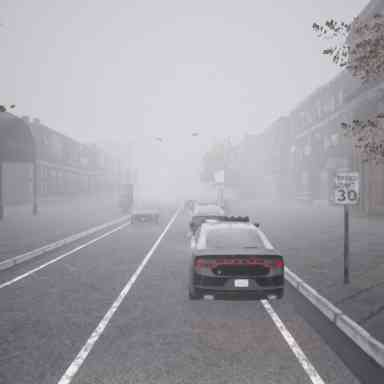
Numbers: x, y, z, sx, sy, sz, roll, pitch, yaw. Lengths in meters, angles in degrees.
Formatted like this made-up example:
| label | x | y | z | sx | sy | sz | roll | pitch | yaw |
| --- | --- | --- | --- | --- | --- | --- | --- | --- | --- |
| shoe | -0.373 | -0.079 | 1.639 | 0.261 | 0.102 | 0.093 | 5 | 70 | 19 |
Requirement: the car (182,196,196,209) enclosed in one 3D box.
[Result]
| label | x | y | z | sx | sy | sz | roll | pitch | yaw |
| --- | --- | --- | --- | --- | --- | --- | --- | --- | --- |
| car | -0.092 | 1.469 | 45.822 | 1.837 | 1.490 | 4.892 | 0 | 0 | 0 |

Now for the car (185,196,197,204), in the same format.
| label | x | y | z | sx | sy | sz | roll | pitch | yaw |
| --- | --- | --- | --- | --- | --- | --- | --- | --- | --- |
| car | -0.128 | 1.411 | 60.094 | 2.033 | 1.411 | 5.357 | 0 | 1 | 0 |

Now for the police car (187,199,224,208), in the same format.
| label | x | y | z | sx | sy | sz | roll | pitch | yaw |
| --- | --- | --- | --- | --- | --- | --- | --- | --- | --- |
| police car | 0.860 | 1.427 | 18.537 | 1.930 | 1.638 | 5.238 | 0 | 0 | 0 |

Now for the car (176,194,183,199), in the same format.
| label | x | y | z | sx | sy | sz | roll | pitch | yaw |
| --- | --- | --- | --- | --- | --- | --- | --- | --- | --- |
| car | -3.185 | 1.183 | 86.910 | 1.895 | 1.301 | 4.718 | 0 | 0 | 0 |

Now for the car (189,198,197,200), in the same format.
| label | x | y | z | sx | sy | sz | roll | pitch | yaw |
| --- | --- | --- | --- | --- | --- | --- | --- | --- | --- |
| car | 0.848 | 1.481 | 24.427 | 1.882 | 1.535 | 5.008 | 0 | 0 | 0 |

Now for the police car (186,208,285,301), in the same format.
| label | x | y | z | sx | sy | sz | roll | pitch | yaw |
| --- | --- | --- | --- | --- | --- | --- | --- | --- | --- |
| police car | 0.882 | 1.426 | 8.537 | 1.930 | 1.638 | 5.238 | 0 | 0 | 0 |

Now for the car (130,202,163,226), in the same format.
| label | x | y | z | sx | sy | sz | roll | pitch | yaw |
| --- | --- | --- | --- | --- | --- | --- | --- | --- | --- |
| car | -3.151 | 1.480 | 23.921 | 1.882 | 1.535 | 5.008 | 0 | 0 | 0 |
